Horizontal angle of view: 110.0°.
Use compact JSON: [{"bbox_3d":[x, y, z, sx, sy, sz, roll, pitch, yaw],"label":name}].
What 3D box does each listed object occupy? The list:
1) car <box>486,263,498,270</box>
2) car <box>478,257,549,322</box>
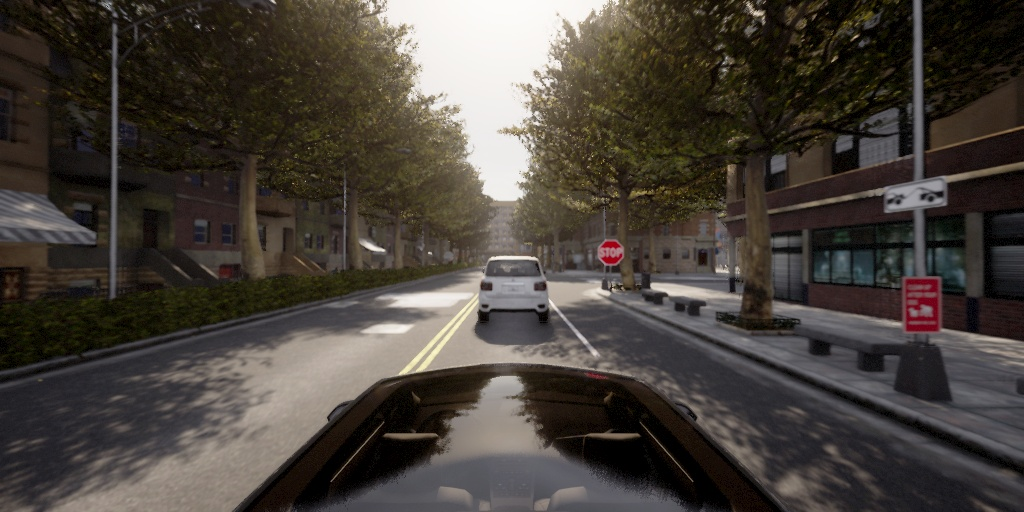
[{"bbox_3d":[-3.548,1.848,64.376,1.895,1.301,4.718,0,0,1],"label":"car"},{"bbox_3d":[0.066,1.058,12.801,2.150,2.045,5.566,0,-1,1],"label":"car"}]
